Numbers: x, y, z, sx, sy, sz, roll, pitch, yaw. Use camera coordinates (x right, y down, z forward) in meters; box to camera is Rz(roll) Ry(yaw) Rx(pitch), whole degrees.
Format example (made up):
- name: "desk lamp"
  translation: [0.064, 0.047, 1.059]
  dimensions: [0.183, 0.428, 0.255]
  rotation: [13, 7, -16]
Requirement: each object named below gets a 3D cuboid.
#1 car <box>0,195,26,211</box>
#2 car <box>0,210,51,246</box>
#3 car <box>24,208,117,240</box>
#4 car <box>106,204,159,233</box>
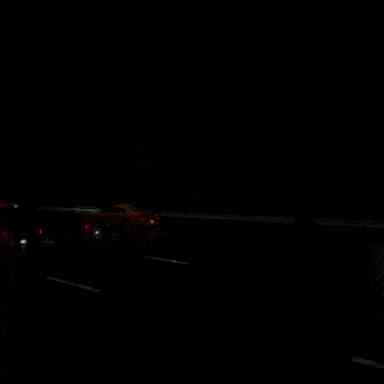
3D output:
- name: "car"
  translation: [-16.450, 1.255, 28.501]
  dimensions: [5.566, 2.045, 2.150]
  rotation: [0, 0, 36]
- name: "car"
  translation: [-8.303, 1.614, 14.091]
  dimensions: [4.718, 1.301, 1.895]
  rotation: [0, 0, 36]
- name: "car"
  translation: [-6.271, 1.614, 16.941]
  dimensions: [4.718, 1.301, 1.895]
  rotation: [0, 0, 36]
- name: "car"
  translation: [-4.214, 1.482, 19.773]
  dimensions: [5.008, 1.535, 1.882]
  rotation: [0, 0, 36]
